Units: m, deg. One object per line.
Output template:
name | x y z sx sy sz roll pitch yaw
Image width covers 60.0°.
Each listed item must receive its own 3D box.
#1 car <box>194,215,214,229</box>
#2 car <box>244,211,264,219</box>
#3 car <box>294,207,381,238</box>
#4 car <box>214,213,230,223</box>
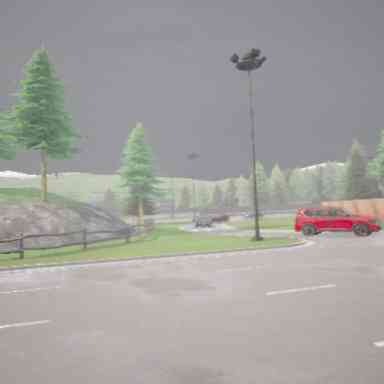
car | 1.355 3.578 40.334 1.837 1.490 4.892 -3 -4 1
car | 11.610 4.306 62.708 2.128 1.511 4.902 -5 -4 43
car | 9.939 2.040 23.129 5.566 2.045 2.150 -5 -3 33
car | 4.258 4.067 52.573 1.882 1.535 5.008 -4 -4 30
